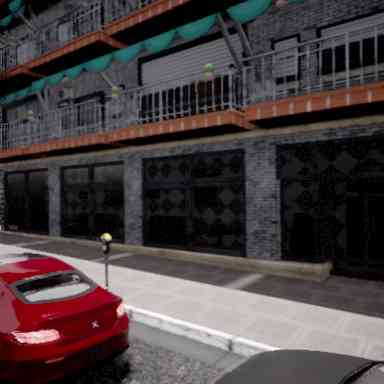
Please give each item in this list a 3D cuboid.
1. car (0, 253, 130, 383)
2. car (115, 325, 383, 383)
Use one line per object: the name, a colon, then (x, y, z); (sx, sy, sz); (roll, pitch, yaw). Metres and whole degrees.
car: (-2.718, 1.559, 4.828); (4.206, 1.307, 1.802); (0, -1, 36)
car: (1.920, 1.555, 1.522); (4.403, 1.369, 2.008); (0, -1, 36)
